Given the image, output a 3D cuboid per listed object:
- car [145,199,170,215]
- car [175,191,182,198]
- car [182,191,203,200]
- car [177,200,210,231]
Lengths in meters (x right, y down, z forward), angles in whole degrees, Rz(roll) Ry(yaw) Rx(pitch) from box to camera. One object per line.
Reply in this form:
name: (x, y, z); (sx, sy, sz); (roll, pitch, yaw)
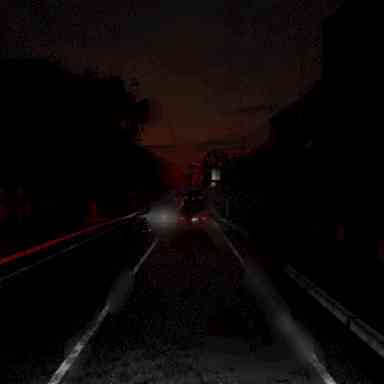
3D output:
car: (-3.149, 1.338, 31.319); (1.994, 1.385, 4.181); (0, 1, 0)
car: (-2.724, 0.535, 73.199); (1.837, 1.490, 4.892); (0, 1, 0)
car: (0.164, 0.838, 41.327); (2.150, 2.045, 5.566); (0, 1, 0)
car: (0.104, 1.450, 19.645); (2.033, 1.411, 5.357); (0, 0, 0)
